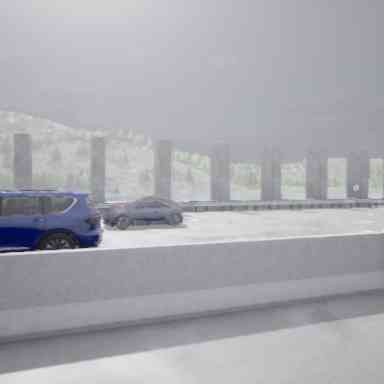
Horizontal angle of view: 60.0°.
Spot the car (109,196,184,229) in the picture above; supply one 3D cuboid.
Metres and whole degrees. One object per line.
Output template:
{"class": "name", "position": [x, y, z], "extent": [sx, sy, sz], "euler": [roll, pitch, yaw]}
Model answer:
{"class": "car", "position": [-2.552, 1.112, 17.722], "extent": [4.181, 1.385, 1.994], "euler": [0, 1, -20]}

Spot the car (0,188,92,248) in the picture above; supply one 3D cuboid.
{"class": "car", "position": [-6.754, 0.886, 12.575], "extent": [5.566, 2.045, 2.150], "euler": [0, 1, -20]}

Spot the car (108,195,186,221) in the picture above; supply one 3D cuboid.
{"class": "car", "position": [-2.872, 0.984, 21.312], "extent": [4.674, 1.442, 1.812], "euler": [0, 1, -20]}

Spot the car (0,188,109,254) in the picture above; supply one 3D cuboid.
{"class": "car", "position": [-5.384, 0.970, 9.348], "extent": [5.566, 2.045, 2.150], "euler": [0, 1, -20]}
